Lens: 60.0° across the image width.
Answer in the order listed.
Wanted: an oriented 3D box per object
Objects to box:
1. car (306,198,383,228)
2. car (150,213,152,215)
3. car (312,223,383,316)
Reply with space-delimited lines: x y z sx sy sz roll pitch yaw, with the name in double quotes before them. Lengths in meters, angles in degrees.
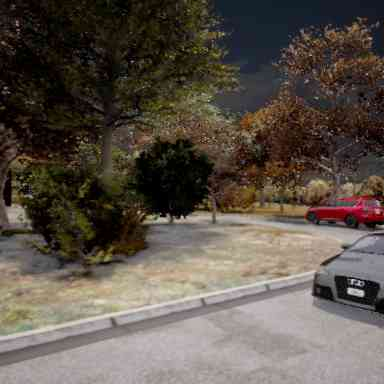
"car" 10.856 1.466 24.039 2.150 2.045 5.566 1 -2 -27
"car" -2.390 1.321 33.823 5.566 2.045 2.150 1 -1 20
"car" 4.433 1.646 7.354 4.181 1.385 1.994 1 0 -42
